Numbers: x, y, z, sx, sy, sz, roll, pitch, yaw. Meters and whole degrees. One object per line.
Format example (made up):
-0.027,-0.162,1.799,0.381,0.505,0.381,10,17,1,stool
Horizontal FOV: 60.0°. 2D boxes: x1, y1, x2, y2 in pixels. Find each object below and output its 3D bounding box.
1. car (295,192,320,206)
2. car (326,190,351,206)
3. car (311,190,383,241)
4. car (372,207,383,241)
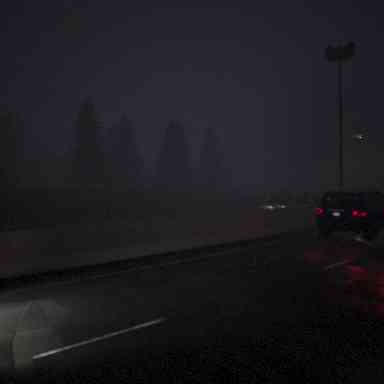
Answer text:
14.119,0.829,40.516,1.882,1.535,5.008,0,1,31,car
17.211,0.673,38.910,2.097,1.767,4.553,-1,1,30,car
7.755,0.940,15.327,5.566,2.045,2.150,-1,1,-44,car
7.883,1.258,10.653,4.902,1.511,2.128,-1,1,-43,car
